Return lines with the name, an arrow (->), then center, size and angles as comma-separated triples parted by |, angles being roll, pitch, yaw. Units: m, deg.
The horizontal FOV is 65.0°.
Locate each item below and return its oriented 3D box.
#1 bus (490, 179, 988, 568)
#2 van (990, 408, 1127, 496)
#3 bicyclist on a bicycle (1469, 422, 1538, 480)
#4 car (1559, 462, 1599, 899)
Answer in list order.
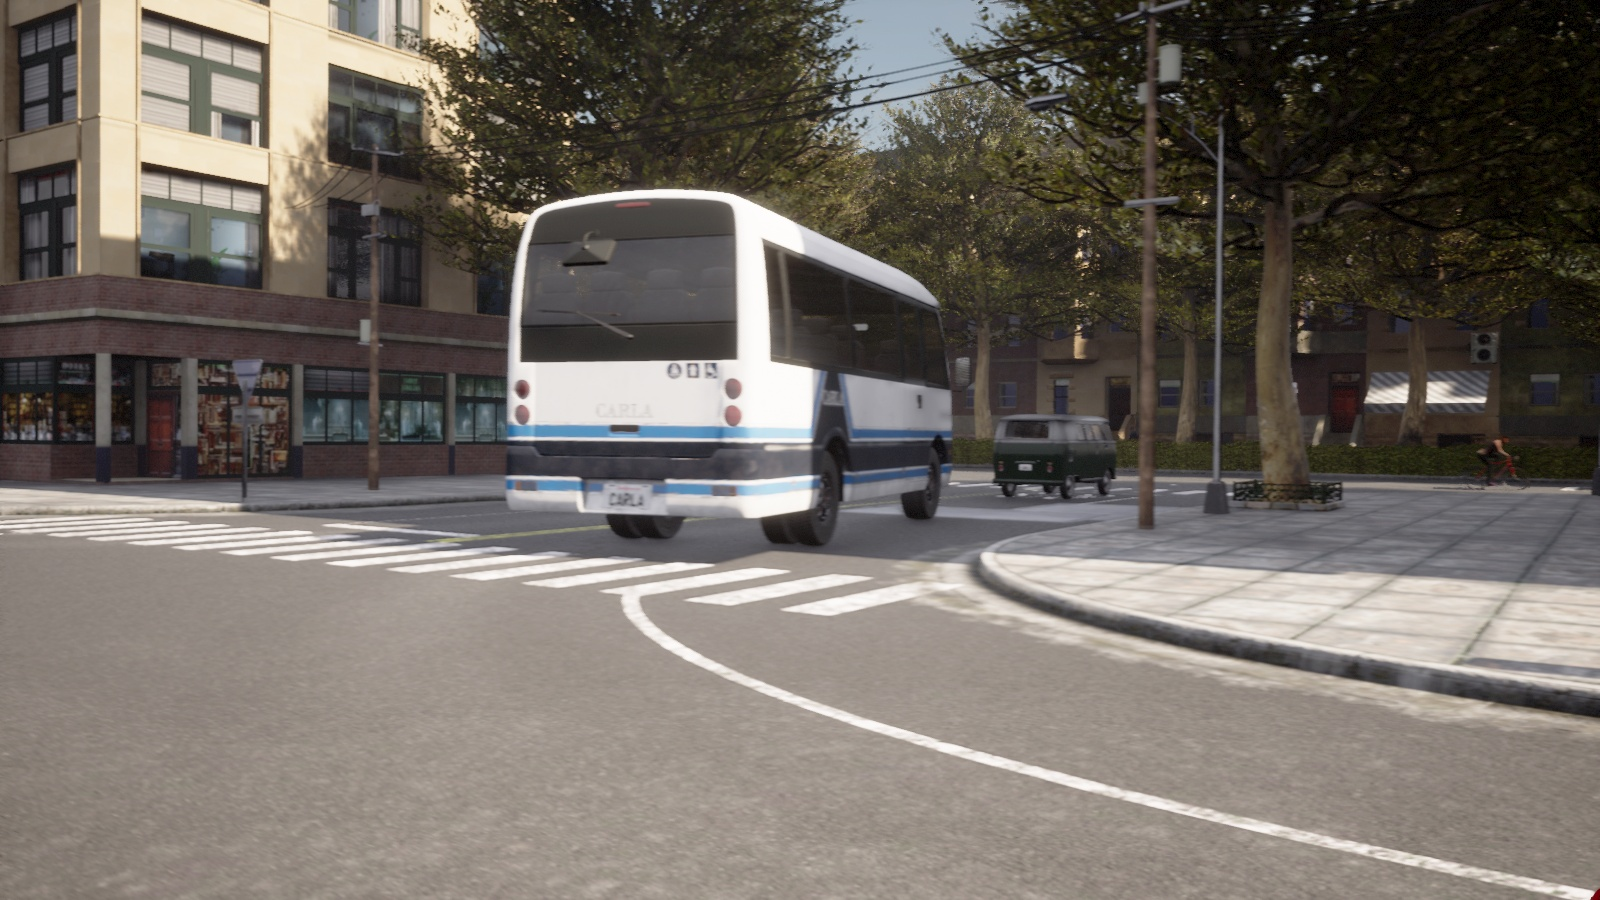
bus -> -0.102, -0.907, 19.255 | 3.944, 4.253, 10.273 | 0, 1, 20
van -> 6.347, 0.011, 30.478 | 1.775, 1.987, 4.442 | 0, 1, 33
bicyclist on a bicycle -> 20.105, 0.012, 35.901 | 1.656, 1.620, 0.582 | 0, 1, 34
car -> 2.509, 0.736, 1.958 | 2.207, 1.376, 1.481 | 0, 1, 34
